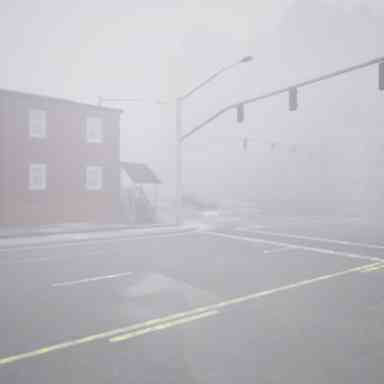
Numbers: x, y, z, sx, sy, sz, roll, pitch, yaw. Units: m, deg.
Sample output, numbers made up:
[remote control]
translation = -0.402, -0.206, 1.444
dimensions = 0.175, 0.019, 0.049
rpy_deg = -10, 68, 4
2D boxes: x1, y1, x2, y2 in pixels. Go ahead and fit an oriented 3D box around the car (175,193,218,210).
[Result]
[car]
translation = 0.342, 0.869, 33.297
dimensions = 2.033, 1.411, 5.357
rpy_deg = 0, 6, -36
